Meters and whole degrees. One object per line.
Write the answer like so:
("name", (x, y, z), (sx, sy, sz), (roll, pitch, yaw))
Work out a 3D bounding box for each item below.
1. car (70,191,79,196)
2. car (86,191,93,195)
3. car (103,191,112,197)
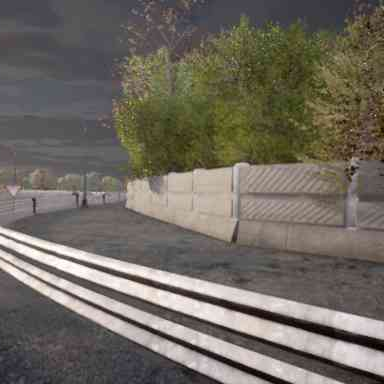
("car", (-30.396, 0.409, 86.223), (1.837, 1.490, 4.892), (1, 0, -20))
("car", (-27.053, 0.492, 87.258), (1.994, 1.385, 4.181), (1, 0, -20))
("car", (-22.107, 0.520, 87.245), (1.812, 1.442, 4.674), (1, 0, -4))
